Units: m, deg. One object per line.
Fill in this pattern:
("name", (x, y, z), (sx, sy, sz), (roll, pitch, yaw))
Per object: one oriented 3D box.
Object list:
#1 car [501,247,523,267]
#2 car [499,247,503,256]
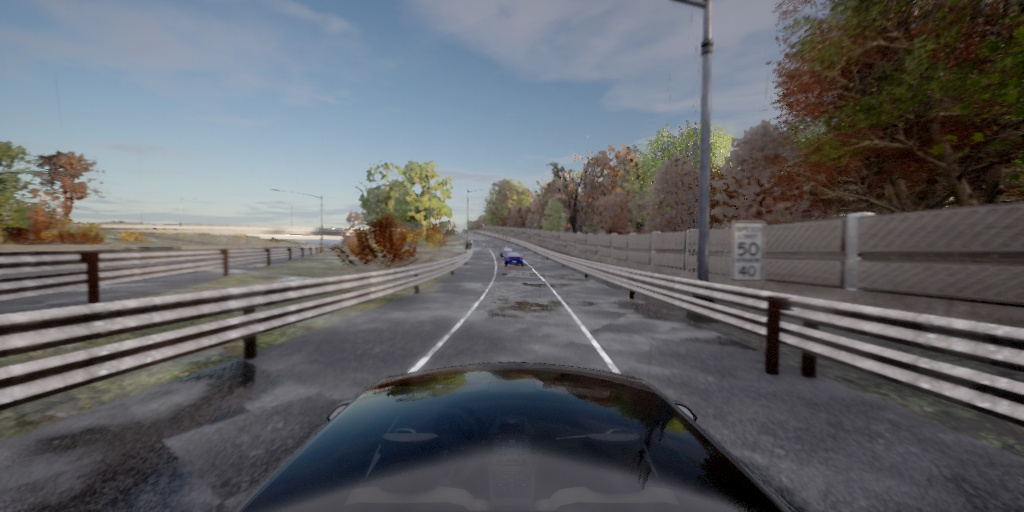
("car", (0.094, 0.254, 37.709), (1.882, 1.535, 5.008), (1, 3, -3))
("car", (-0.730, -0.591, 49.987), (1.812, 1.442, 4.674), (1, 5, -5))
